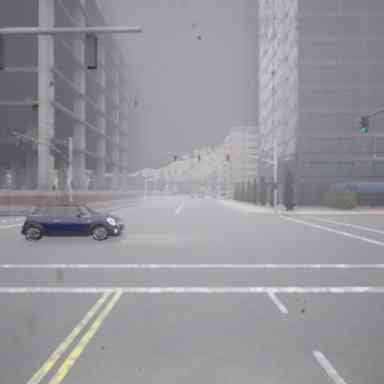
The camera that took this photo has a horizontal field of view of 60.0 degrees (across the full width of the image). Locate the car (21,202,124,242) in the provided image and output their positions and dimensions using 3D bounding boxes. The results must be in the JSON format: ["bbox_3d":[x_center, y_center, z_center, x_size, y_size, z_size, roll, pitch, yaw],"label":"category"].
[{"bbox_3d":[-5.628,1.360,16.139,4.553,1.767,2.097,0,0,-1],"label":"car"}]
